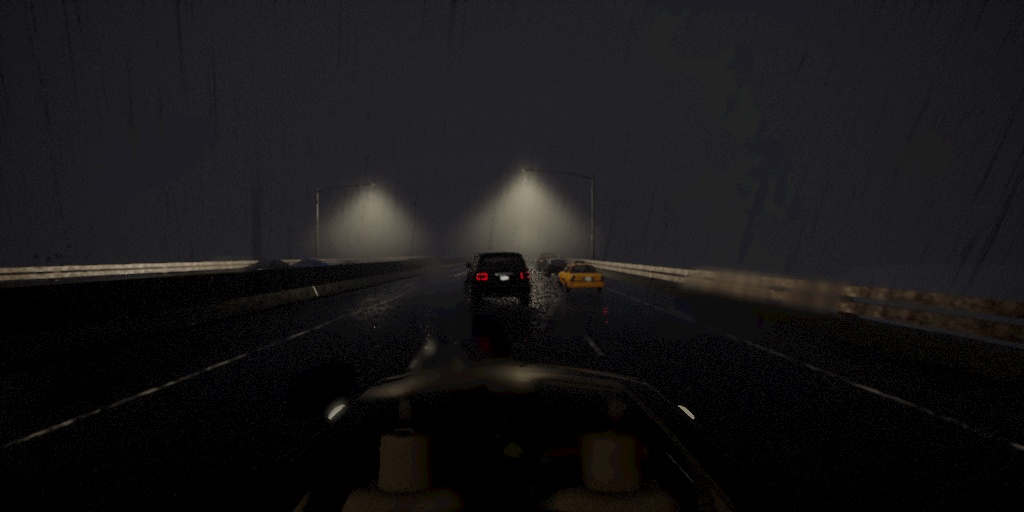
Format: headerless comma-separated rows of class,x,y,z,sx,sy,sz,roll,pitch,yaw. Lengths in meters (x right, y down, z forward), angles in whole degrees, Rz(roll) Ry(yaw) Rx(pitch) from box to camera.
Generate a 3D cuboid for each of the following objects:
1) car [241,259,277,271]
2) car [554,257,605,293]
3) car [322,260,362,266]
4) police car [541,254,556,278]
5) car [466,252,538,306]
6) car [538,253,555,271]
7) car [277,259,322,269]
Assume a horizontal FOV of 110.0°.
car,-20.811,1.018,30.643,1.812,1.442,4.674,0,0,1
car,3.610,1.042,19.420,1.801,1.575,5.366,0,0,1
car,-13.812,1.058,30.501,1.994,1.385,4.181,0,0,1
police car,3.768,0.923,30.261,1.930,1.638,5.238,0,0,1
car,-0.688,0.844,15.261,2.150,2.045,5.566,-1,1,-9
car,3.995,0.642,41.100,2.150,2.045,5.566,0,0,1
car,-17.311,1.019,30.545,1.812,1.442,4.674,0,0,1
